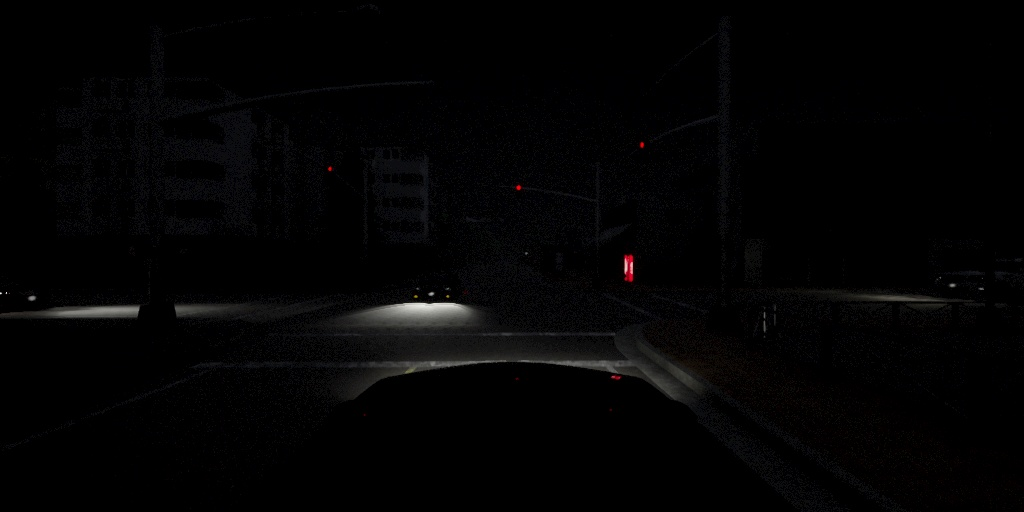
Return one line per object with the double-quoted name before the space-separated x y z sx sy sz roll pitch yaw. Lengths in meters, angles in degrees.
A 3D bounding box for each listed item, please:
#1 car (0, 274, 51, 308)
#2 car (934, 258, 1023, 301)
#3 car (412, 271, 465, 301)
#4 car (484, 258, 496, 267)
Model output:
"car" -21.473 1.403 14.210 4.902 1.511 2.128 0 0 0
"car" 25.038 1.131 18.145 5.566 2.045 2.150 0 0 0
"car" -3.540 1.471 17.806 1.994 1.385 4.181 0 0 0
"car" -3.646 1.034 60.128 2.128 1.511 4.902 0 0 0
